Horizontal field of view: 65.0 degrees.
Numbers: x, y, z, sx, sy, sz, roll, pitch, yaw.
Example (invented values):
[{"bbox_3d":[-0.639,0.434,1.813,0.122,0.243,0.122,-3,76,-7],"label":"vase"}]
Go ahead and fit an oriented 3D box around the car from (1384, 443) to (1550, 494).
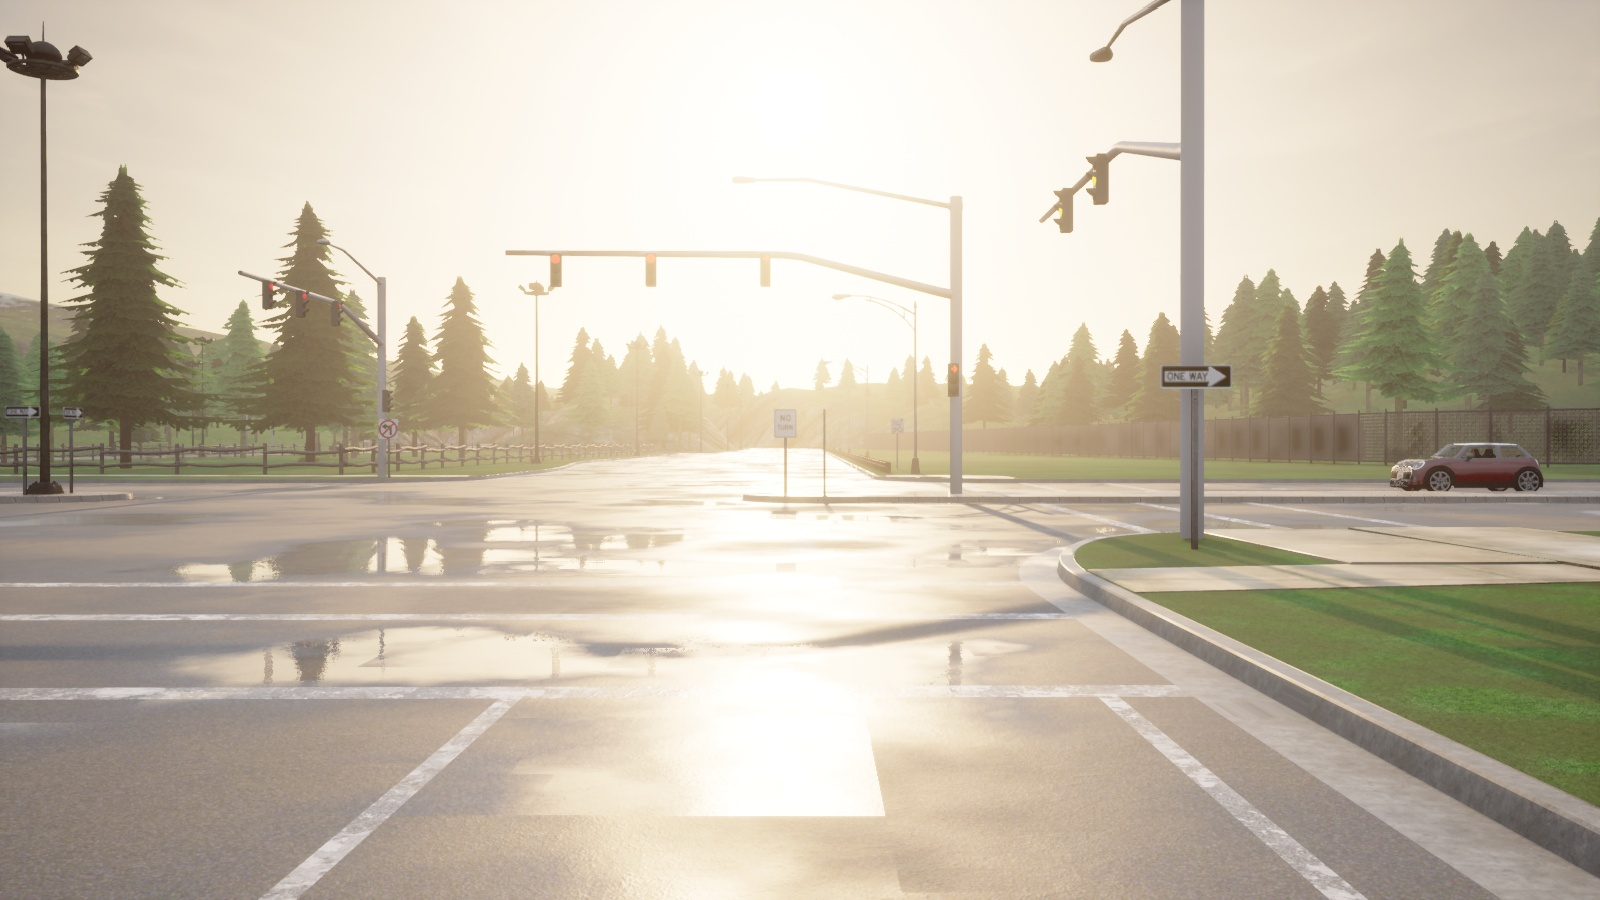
[{"bbox_3d":[19.433,0.520,36.738,3.806,1.475,1.970,0,0,1],"label":"car"}]
